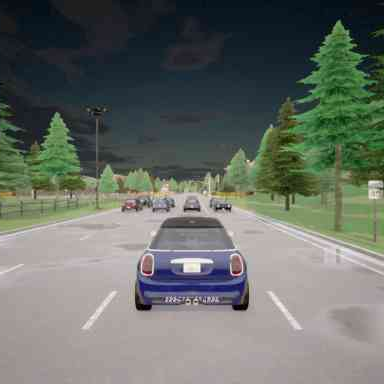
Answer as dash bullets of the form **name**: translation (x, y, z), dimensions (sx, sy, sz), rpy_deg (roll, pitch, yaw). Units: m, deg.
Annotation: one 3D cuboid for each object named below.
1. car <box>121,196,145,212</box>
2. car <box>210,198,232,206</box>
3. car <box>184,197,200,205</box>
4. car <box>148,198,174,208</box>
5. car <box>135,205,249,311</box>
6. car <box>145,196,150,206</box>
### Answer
- **car**: translation (-7.000, 1.526, 39.002), dimensions (1.812, 1.442, 4.674), rpy_deg (0, 0, 0)
- **car**: translation (3.500, 1.601, 39.032), dimensions (1.895, 1.301, 4.718), rpy_deg (0, 0, 0)
- **car**: translation (0.000, 1.564, 38.969), dimensions (1.994, 1.385, 4.181), rpy_deg (0, 0, 0)
- **car**: translation (-3.500, 1.547, 38.586), dimensions (2.033, 1.411, 5.357), rpy_deg (0, 0, 0)
- **car**: translation (0.000, 1.352, 7.942), dimensions (2.097, 1.767, 4.553), rpy_deg (0, 0, 0)
- **car**: translation (-7.000, 1.352, 48.976), dimensions (2.097, 1.767, 4.553), rpy_deg (0, 0, 0)
